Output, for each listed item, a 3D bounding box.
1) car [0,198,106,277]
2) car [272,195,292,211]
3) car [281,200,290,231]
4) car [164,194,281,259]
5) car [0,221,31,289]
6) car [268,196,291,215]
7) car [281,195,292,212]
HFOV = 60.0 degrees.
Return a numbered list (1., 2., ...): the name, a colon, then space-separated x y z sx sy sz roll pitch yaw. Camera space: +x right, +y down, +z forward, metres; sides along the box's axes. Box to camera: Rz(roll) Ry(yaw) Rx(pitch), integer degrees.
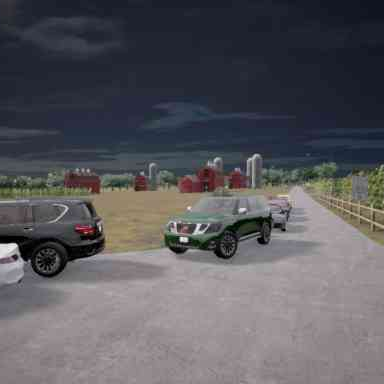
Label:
1. car: -5.379 1.229 9.608 5.566 2.045 2.150 -1 1 -4
2. car: 9.950 1.116 36.509 1.882 1.535 5.008 0 0 18
3. car: 4.387 1.383 19.019 1.994 1.385 4.181 0 0 17
4. car: 1.279 1.110 12.690 2.150 2.045 5.566 0 0 34
5. car: -5.900 1.613 6.489 4.674 1.442 1.812 -2 1 -31
6. car: 8.144 1.203 30.803 1.837 1.490 4.892 0 0 17
7. car: 6.230 1.239 24.755 1.882 1.535 5.008 0 0 18
